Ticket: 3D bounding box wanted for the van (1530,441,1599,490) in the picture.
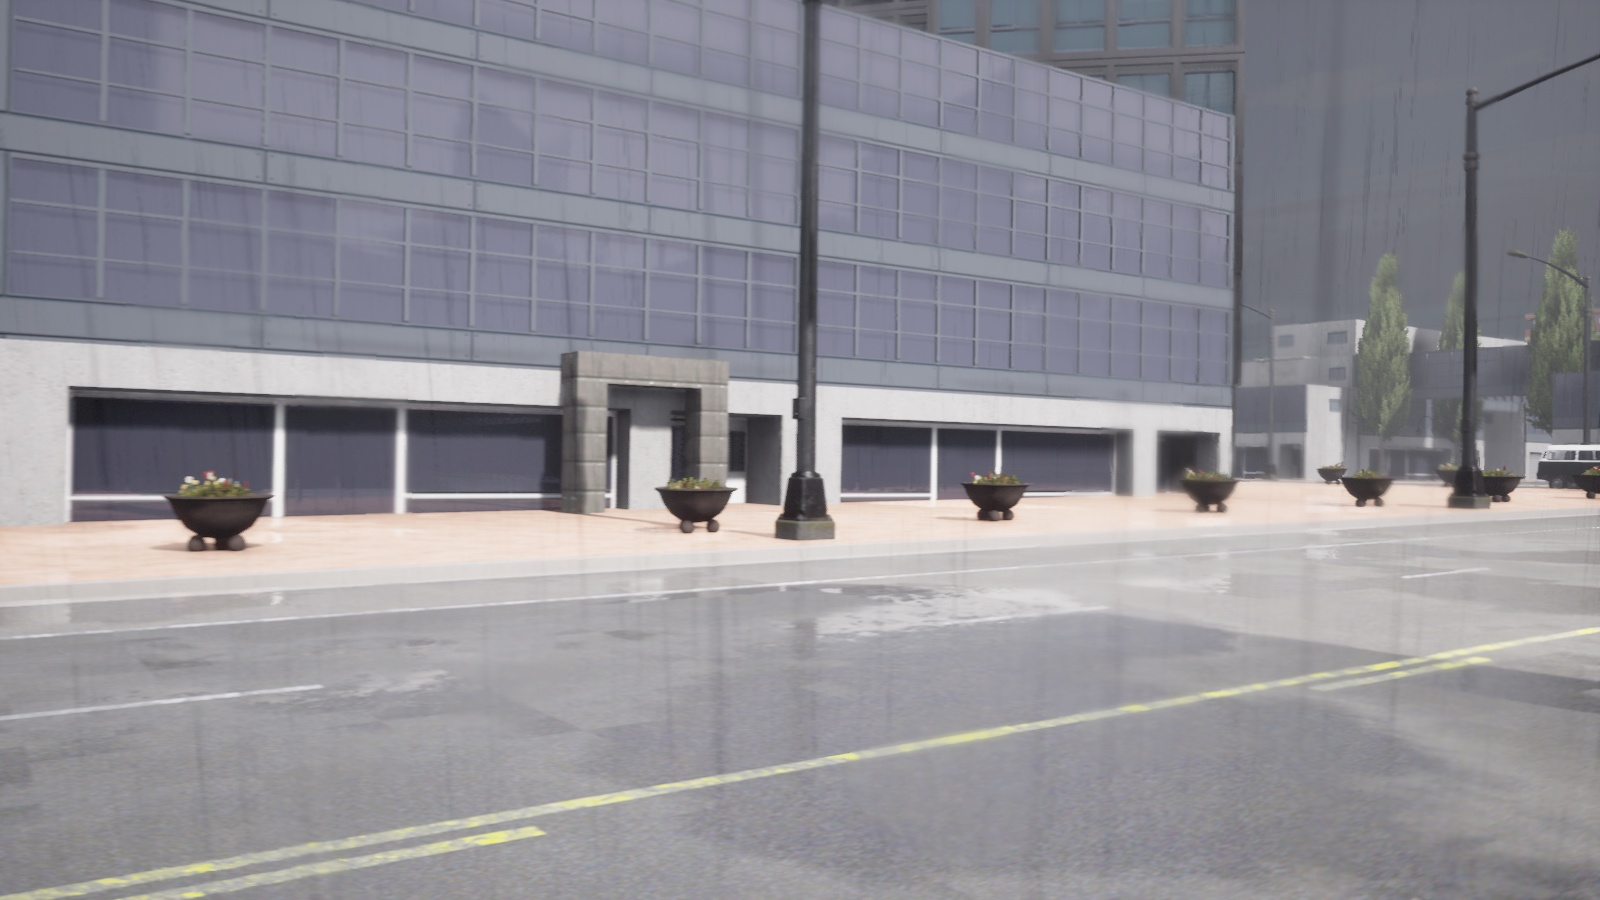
[{"bbox_3d":[33.889,0.653,53.379,2.069,2.038,4.480,1,-1,-34],"label":"van"}]
